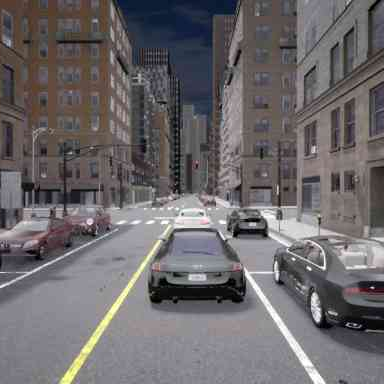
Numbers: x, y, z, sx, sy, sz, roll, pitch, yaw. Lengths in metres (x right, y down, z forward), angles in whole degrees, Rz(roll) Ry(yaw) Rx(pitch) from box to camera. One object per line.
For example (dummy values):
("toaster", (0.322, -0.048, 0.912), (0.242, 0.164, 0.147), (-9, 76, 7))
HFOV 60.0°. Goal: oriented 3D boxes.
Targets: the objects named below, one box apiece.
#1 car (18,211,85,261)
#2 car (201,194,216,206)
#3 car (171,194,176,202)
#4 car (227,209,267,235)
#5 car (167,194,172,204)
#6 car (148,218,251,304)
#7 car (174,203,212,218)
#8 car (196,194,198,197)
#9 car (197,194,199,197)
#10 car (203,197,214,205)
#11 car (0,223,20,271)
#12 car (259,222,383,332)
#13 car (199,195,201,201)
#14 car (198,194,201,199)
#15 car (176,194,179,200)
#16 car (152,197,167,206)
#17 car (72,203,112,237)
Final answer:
("car", (-5.657, 1.582, 12.268), (1.802, 1.307, 4.206), (0, 0, 0))
("car", (2.947, 1.476, 54.850), (1.967, 1.590, 4.097), (0, 0, 0))
("car", (-5.501, 1.625, 81.745), (1.752, 1.417, 4.829), (0, 0, 0))
("car", (2.874, 1.566, 17.760), (1.947, 1.339, 4.313), (0, 0, 0))
("car", (-5.546, 1.606, 65.689), (2.008, 1.369, 4.403), (0, 0, 0))
("car", (0.091, 1.564, 8.224), (1.994, 1.385, 4.181), (0, 0, 0))
("car", (0.052, 1.526, 16.983), (1.812, 1.442, 4.674), (0, 0, 1))
("car", (3.054, 1.457, 92.713), (2.192, 1.841, 5.009), (0, 0, 0))
("car", (3.039, 1.560, 87.304), (1.967, 1.590, 4.097), (0, 0, 0))
("car", (2.963, 1.571, 60.430), (1.752, 1.417, 4.829), (0, 0, 0))
("car", (-5.663, 1.566, 6.767), (1.947, 1.339, 4.313), (0, 0, 0))
("car", (2.862, 1.551, 6.758), (2.008, 1.369, 4.403), (0, 0, 0))
("car", (2.978, 1.606, 65.668), (2.008, 1.369, 4.403), (0, 0, 0))
("car", (3.008, 1.524, 76.486), (1.967, 1.590, 4.097), (0, 0, 0))
("car", (-5.471, 1.456, 92.732), (2.192, 1.841, 5.009), (0, 0, 0))
("car", (-5.578, 1.617, 54.872), (1.802, 1.307, 4.206), (0, 0, 0))
("car", (-5.652, 1.441, 17.770), (1.967, 1.590, 4.097), (0, 0, 0))
